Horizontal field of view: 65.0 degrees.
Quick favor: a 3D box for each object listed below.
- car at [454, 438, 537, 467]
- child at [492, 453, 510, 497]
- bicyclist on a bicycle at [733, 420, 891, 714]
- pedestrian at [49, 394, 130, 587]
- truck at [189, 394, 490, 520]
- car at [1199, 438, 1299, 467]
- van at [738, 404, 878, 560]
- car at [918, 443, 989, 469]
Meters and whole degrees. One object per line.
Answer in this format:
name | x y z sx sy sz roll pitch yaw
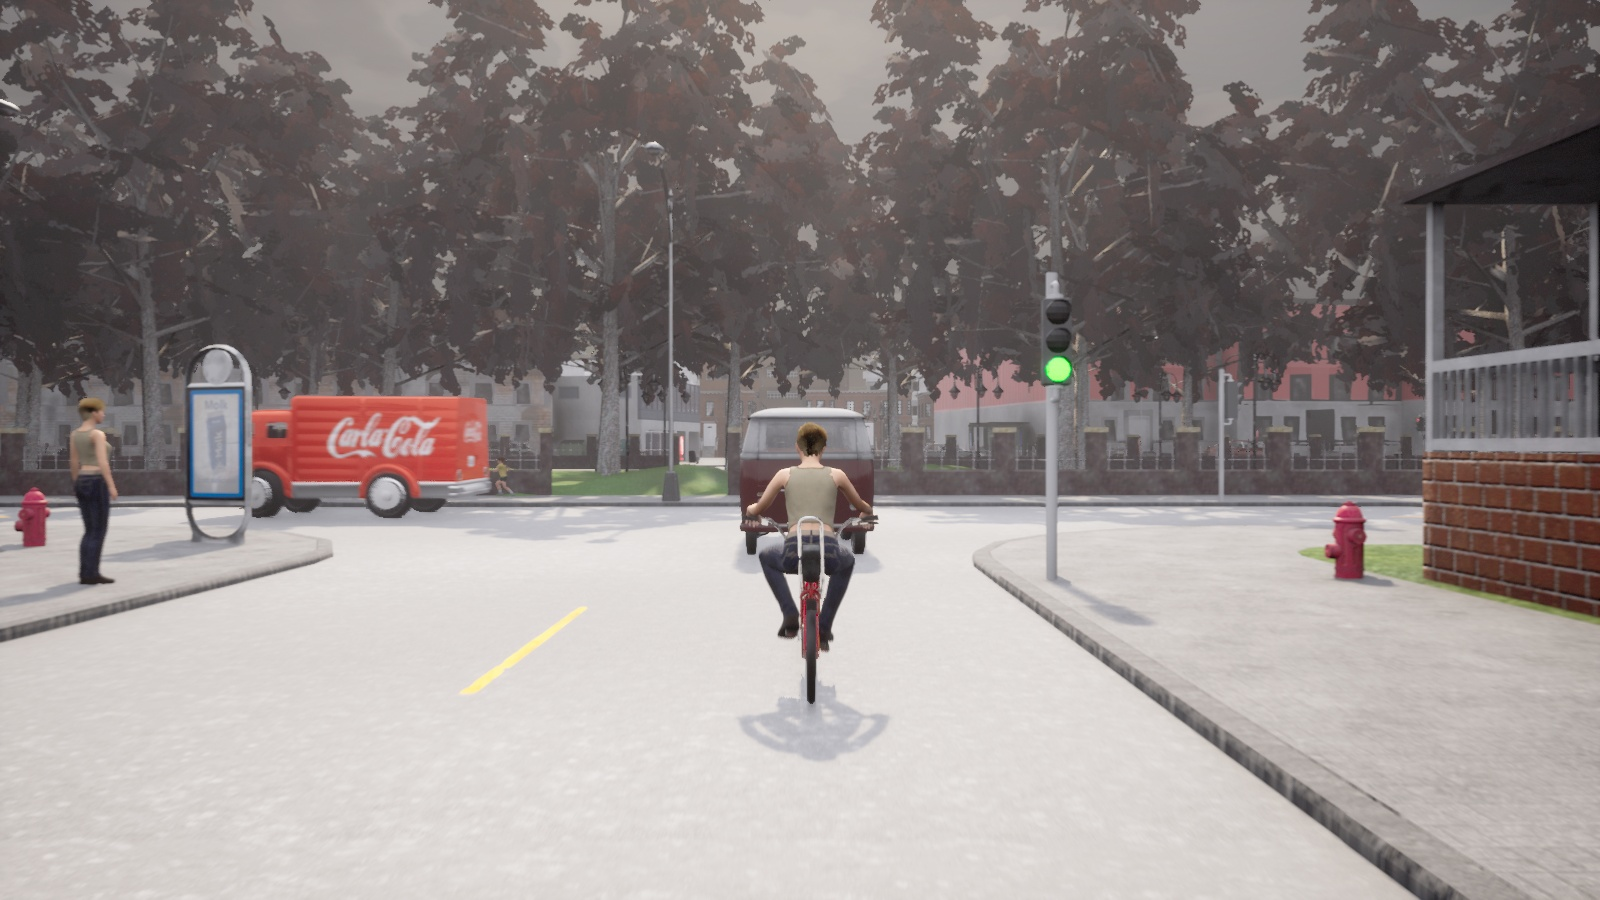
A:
car | -18.514 0.159 76.517 4.553 1.767 2.097 0 0 0
child | -7.734 0.647 32.524 0.394 1.110 0.255 0 0 1
bicyclist on a bicycle | 0.063 0.640 7.643 0.866 1.612 1.509 0 0 0
pedestrian | -6.936 0.381 12.262 0.345 1.836 0.594 0 0 32
truck | -9.348 0.106 25.897 5.204 2.467 2.627 0 1 2
car | 25.824 0.138 72.328 5.027 1.651 2.152 0 0 1
van | 0.017 0.397 18.195 1.775 1.987 4.442 0 0 -2
car | 8.821 0.311 72.396 3.806 1.475 1.970 0 0 0
